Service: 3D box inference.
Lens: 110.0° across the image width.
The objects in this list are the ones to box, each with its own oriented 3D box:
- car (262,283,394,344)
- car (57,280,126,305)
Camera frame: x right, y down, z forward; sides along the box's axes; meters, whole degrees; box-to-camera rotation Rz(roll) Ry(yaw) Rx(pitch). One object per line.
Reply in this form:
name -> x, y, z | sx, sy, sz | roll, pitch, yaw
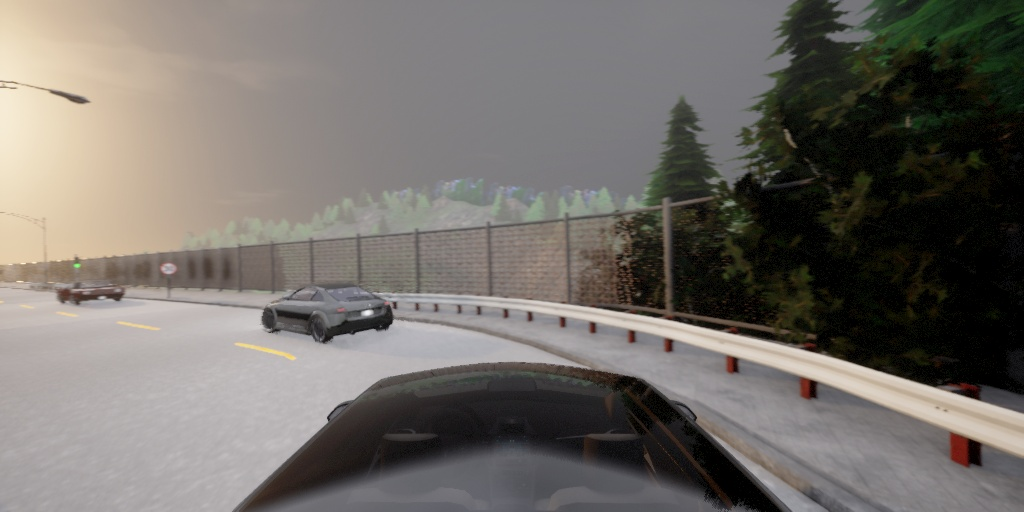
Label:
car -> -5.339, 1.473, 10.272 | 4.181, 1.385, 1.994 | -2, 0, 34
car -> -25.181, 2.133, 21.394 | 4.718, 1.301, 1.895 | -2, 0, 29
